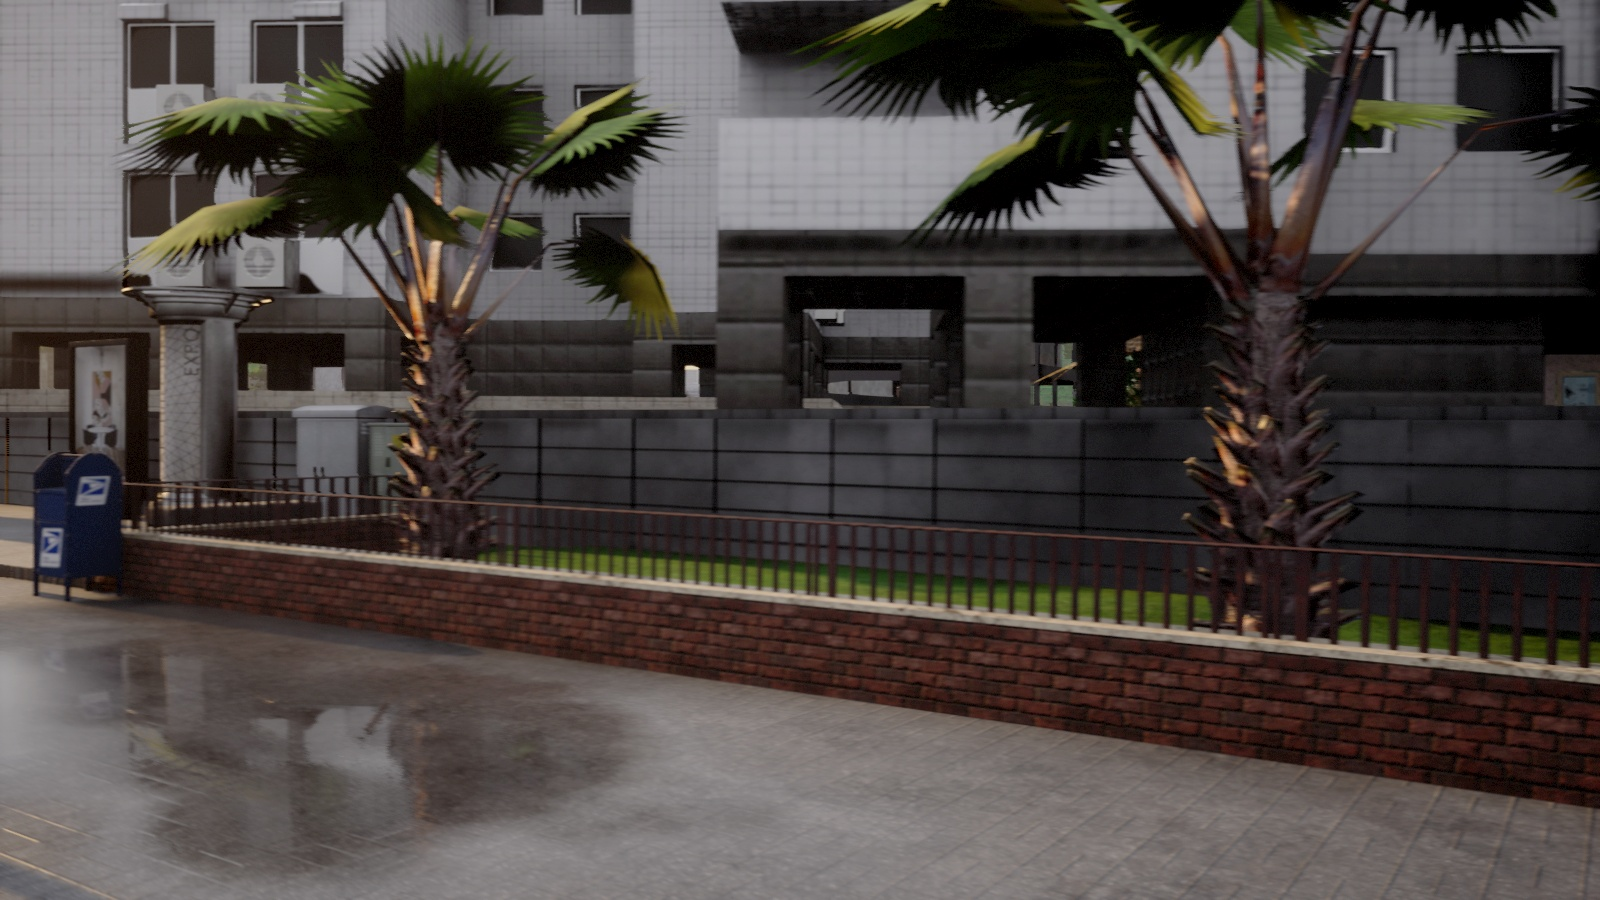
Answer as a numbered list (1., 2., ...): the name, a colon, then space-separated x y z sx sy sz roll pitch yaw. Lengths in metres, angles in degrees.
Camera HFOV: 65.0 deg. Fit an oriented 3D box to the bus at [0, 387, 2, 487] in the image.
1. bus: -29.654 -0.873 36.345 3.944 4.253 10.273 0 1 35
